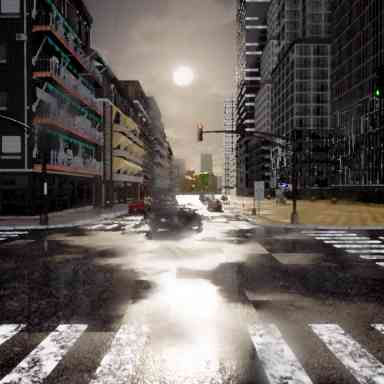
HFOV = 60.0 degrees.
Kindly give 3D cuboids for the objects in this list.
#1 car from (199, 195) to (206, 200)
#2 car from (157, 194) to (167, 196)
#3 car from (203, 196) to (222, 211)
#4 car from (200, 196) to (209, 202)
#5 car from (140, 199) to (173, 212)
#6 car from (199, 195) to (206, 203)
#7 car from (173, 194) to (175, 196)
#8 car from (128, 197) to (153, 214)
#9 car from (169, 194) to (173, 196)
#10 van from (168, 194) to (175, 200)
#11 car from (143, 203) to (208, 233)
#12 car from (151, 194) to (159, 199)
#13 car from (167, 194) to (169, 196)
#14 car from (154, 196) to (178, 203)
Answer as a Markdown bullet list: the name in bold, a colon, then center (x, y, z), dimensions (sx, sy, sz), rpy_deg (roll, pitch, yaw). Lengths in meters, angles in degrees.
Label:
- **car**: center (2.831, 1.534, 92.033), dimensions (1.752, 1.417, 4.829), rpy_deg (-1, 0, 0)
- **car**: center (-5.599, 1.312, 52.279), dimensions (2.192, 1.841, 5.009), rpy_deg (-1, 0, 0)
- **car**: center (2.728, 1.540, 41.021), dimensions (1.887, 1.381, 4.507), rpy_deg (-1, 0, 0)
- **car**: center (2.797, 1.547, 74.915), dimensions (1.887, 1.381, 4.507), rpy_deg (-1, 0, 0)
- **car**: center (-3.042, 1.560, 29.105), dimensions (1.994, 1.385, 4.181), rpy_deg (0, 0, 0)
- **car**: center (2.774, 1.550, 63.617), dimensions (2.008, 1.369, 4.403), rpy_deg (-1, 0, 0)
- **car**: center (-5.531, 1.321, 86.173), dimensions (2.192, 1.841, 5.009), rpy_deg (-1, 0, 0)
- **car**: center (-5.630, 1.540, 35.332), dimensions (1.887, 1.381, 4.507), rpy_deg (-1, 0, 0)
- **car**: center (-5.561, 1.583, 69.226), dimensions (1.802, 1.307, 4.206), rpy_deg (-1, 0, 0)
- **van**: center (-5.519, 1.350, 91.820), dimensions (1.690, 1.788, 3.998), rpy_deg (-1, 0, 0)
- **car**: center (-0.818, 1.537, 19.598), dimensions (1.994, 1.385, 4.181), rpy_deg (0, -1, 21)
- **car**: center (-5.621, 1.435, 40.981), dimensions (1.967, 1.590, 4.097), rpy_deg (-1, 0, 0)
- **car**: center (-5.586, 1.438, 57.927), dimensions (1.967, 1.590, 4.097), rpy_deg (-1, 0, 0)
- **car**: center (-3.017, 1.500, 39.015), dimensions (1.837, 1.490, 4.892), rpy_deg (0, 0, 0)
